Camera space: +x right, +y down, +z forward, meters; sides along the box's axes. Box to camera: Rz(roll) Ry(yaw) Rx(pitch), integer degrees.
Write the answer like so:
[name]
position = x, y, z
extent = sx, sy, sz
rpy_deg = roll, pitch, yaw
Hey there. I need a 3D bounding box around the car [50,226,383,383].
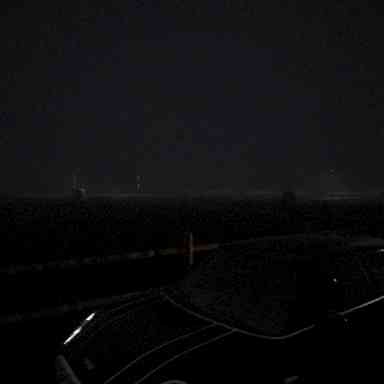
[car]
position = 0.894, 1.343, 3.700
extent = 4.553, 1.767, 2.097
rpy_deg = 0, 0, -35
